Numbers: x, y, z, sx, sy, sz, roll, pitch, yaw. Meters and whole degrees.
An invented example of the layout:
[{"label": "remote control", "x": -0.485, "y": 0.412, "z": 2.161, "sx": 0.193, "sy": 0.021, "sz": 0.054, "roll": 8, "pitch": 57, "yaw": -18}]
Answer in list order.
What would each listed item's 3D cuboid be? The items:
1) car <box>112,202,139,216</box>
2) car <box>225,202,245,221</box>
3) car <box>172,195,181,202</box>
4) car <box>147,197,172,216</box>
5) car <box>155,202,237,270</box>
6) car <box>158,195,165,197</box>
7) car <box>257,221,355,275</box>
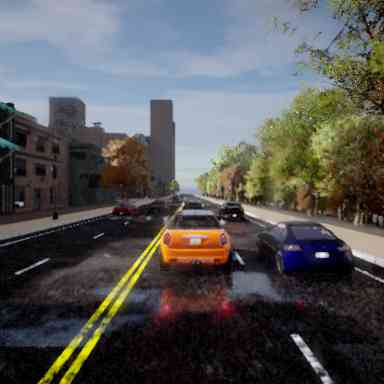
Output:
[{"label": "car", "x": -6.611, "y": 1.697, "z": 33.354, "sx": 1.895, "sy": 1.301, "sz": 4.718, "roll": 0, "pitch": 0, "yaw": 0}, {"label": "car", "x": 3.337, "y": 1.587, "z": 28.435, "sx": 1.837, "sy": 1.490, "sz": 4.892, "roll": 0, "pitch": 0, "yaw": 0}, {"label": "car", "x": -3.609, "y": 1.470, "z": 74.509, "sx": 1.837, "sy": 1.490, "sz": 4.892, "roll": 0, "pitch": 0, "yaw": -1}, {"label": "car", "x": -3.360, "y": 1.575, "z": 33.730, "sx": 1.882, "sy": 1.535, "sz": 5.008, "roll": 0, "pitch": 0, "yaw": 0}, {"label": "car", "x": 0.096, "y": 1.385, "z": 11.333, "sx": 2.097, "sy": 1.767, "sz": 4.553, "roll": 0, "pitch": 0, "yaw": 0}, {"label": "car", "x": -6.852, "y": 1.529, "z": 74.039, "sx": 2.128, "sy": 1.511, "sz": 4.902, "roll": 0, "pitch": 0, "yaw": -1}, {"label": "car", "x": 3.345, "y": 1.595, "z": 10.547, "sx": 1.994, "sy": 1.385, "sz": 4.181, "roll": 0, "pitch": 0, "yaw": 0}]
